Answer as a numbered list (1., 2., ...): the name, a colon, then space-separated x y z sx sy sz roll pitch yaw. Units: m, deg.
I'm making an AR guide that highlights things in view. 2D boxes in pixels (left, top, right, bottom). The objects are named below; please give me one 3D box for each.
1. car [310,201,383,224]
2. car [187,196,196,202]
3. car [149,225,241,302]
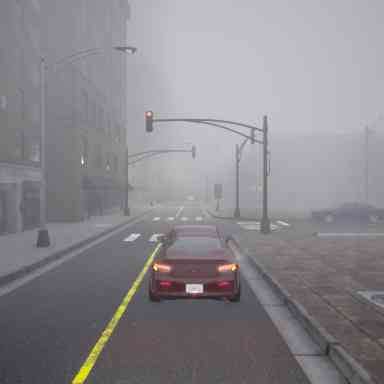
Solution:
1. car: 11.079 1.438 23.848 5.008 1.535 1.882 0 0 0
2. car: -0.147 1.585 76.113 1.812 1.442 4.674 0 0 0
3. car: 0.074 1.528 8.136 1.812 1.442 4.674 0 0 1
